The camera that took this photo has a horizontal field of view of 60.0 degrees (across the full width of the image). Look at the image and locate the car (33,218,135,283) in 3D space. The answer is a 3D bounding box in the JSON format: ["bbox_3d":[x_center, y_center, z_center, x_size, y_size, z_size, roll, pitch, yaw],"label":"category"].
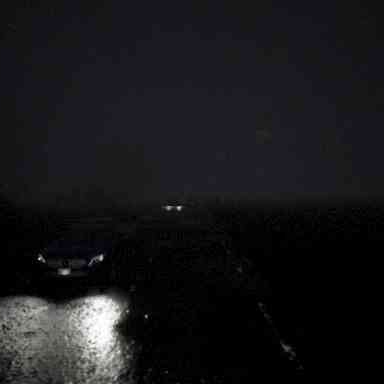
[{"bbox_3d":[-2.849,1.520,9.771,1.812,1.442,4.674,0,0,0],"label":"car"}]

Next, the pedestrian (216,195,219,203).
[{"bbox_3d":[2.831,1.274,37.599,0.375,1.860,0.375,-1,1,-3],"label":"pedestrian"}]

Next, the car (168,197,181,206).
[{"bbox_3d":[-2.802,1.481,53.873,1.882,1.535,5.008,0,0,0],"label":"car"}]

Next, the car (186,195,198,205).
[{"bbox_3d":[0.011,1.359,58.129,2.097,1.767,4.553,0,0,0],"label":"car"}]

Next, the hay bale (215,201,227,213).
[{"bbox_3d":[3.139,1.649,36.505,1.220,1.180,1.240,1,1,0],"label":"hay bale"}]

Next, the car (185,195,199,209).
[{"bbox_3d":[0.028,1.563,46.417,1.994,1.385,4.181,0,0,0],"label":"car"}]
